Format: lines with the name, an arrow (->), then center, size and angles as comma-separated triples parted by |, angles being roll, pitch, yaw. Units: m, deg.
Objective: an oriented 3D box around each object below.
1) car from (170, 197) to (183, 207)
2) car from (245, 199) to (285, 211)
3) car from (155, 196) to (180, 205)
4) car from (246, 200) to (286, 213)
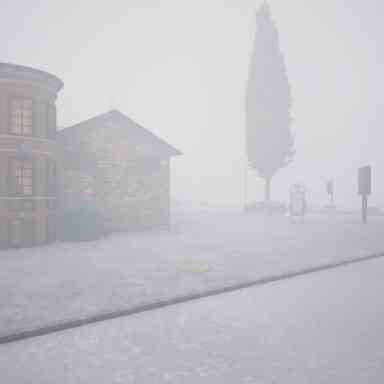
car -> -3.306, 1.491, 50.997 | 2.128, 1.511, 4.902 | 0, 0, -35
car -> 8.924, 1.601, 41.073 | 1.895, 1.301, 4.718 | 0, 0, -36
car -> -4.503, 1.548, 59.801 | 2.033, 1.411, 5.357 | 0, 0, -36
car -> 7.851, 1.564, 35.343 | 1.994, 1.385, 4.181 | 0, 0, -36
